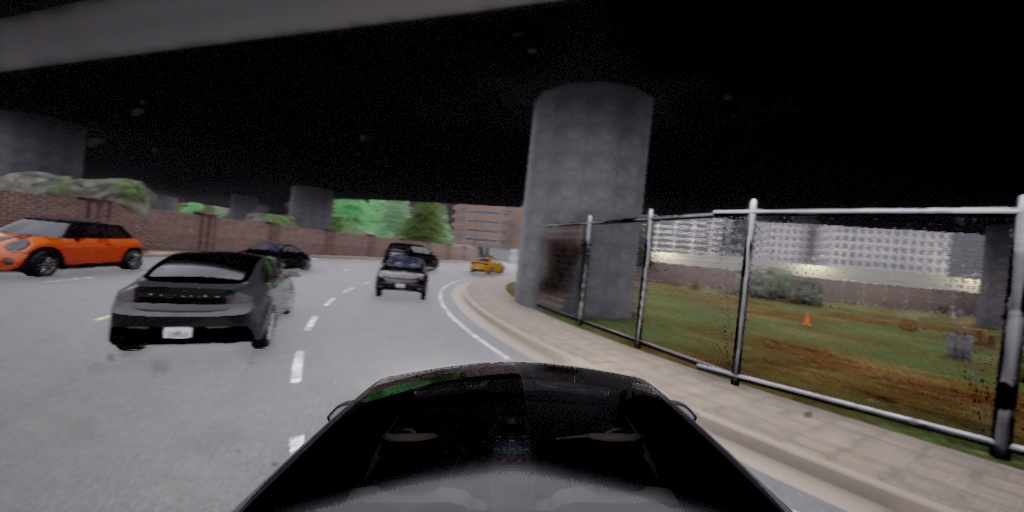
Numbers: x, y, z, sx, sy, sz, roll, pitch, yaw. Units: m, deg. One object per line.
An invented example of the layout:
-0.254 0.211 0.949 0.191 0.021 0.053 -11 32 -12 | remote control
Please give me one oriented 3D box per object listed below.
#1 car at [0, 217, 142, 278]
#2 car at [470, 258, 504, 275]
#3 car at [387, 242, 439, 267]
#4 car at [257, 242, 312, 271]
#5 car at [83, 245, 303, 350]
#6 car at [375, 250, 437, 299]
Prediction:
-14.280 -0.402 11.206 2.097 1.767 4.553 6 0 -12 | car
-2.192 0.914 33.496 1.882 1.535 5.008 6 0 18 | car
-7.590 0.115 27.513 2.150 2.045 5.566 6 0 13 | car
-11.854 0.044 17.885 1.994 1.385 4.181 6 0 -3 | car
-5.492 0.670 6.980 1.837 1.490 4.892 5 0 -26 | car
-4.347 0.754 14.698 2.128 1.511 4.902 6 0 -13 | car
